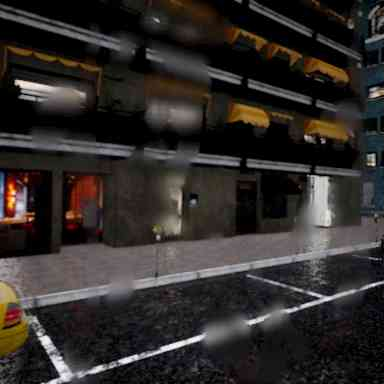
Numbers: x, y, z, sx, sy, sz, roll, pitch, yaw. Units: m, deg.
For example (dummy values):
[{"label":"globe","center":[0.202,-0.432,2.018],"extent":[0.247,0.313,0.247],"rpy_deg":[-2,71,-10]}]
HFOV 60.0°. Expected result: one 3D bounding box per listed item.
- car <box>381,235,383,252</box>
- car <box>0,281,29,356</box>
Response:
[{"label":"car","center":[9.226,1.722,13.133],"extent":[4.313,1.339,1.947],"rpy_deg":[1,0,-35]},{"label":"car","center":[-4.400,1.508,3.411],"extent":[4.829,1.417,1.752],"rpy_deg":[1,0,-35]}]
